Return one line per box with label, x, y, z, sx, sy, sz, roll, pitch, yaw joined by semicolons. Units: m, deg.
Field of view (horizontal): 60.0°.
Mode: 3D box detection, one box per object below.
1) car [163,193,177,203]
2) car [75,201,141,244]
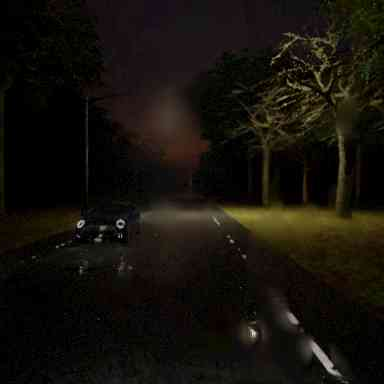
car;-3.604;1.024;55.323;1.837;1.490;4.892;0;1;0
car;-3.609;1.239;15.012;2.097;1.767;4.553;0;0;0
